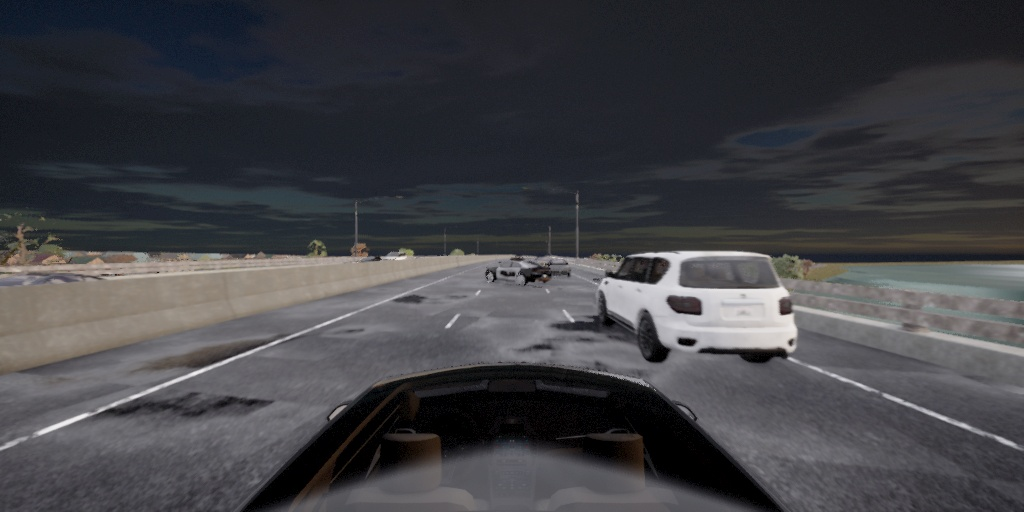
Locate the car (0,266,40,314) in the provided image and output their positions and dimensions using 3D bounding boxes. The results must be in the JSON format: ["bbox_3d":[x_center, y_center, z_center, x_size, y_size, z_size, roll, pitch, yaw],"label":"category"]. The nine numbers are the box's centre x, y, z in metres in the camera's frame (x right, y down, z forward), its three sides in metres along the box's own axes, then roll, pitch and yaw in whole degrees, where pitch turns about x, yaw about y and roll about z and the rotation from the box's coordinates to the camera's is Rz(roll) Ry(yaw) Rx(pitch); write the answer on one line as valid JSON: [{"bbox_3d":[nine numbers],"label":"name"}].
[{"bbox_3d":[-17.567,1.122,10.102,1.882,1.535,5.008,0,0,0],"label":"car"}]

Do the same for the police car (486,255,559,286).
[{"bbox_3d":[0.252,0.941,23.034,1.930,1.638,5.238,-1,1,-41],"label":"police car"}]

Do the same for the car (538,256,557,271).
[{"bbox_3d":[3.957,0.800,41.037,1.801,1.575,5.366,0,1,1],"label":"car"}]

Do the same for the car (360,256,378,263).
[{"bbox_3d":[-20.298,0.740,51.946,1.837,1.490,4.892,0,1,2],"label":"car"}]

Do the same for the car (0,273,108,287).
[{"bbox_3d":[-14.062,1.205,10.633,1.994,1.385,4.181,0,1,0],"label":"car"}]

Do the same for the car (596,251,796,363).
[{"bbox_3d":[3.509,0.903,8.111,2.150,2.045,5.566,0,1,0],"label":"car"}]

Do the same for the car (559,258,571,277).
[{"bbox_3d":[3.735,0.941,29.928,2.128,1.511,4.902,0,1,1],"label":"car"}]

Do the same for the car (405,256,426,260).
[{"bbox_3d":[-13.308,0.843,51.733,1.895,1.301,4.718,0,0,2],"label":"car"}]

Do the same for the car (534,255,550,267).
[{"bbox_3d":[4.238,0.685,51.766,2.033,1.649,4.856,0,0,2],"label":"car"}]

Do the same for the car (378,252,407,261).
[{"bbox_3d":[-16.805,0.458,51.787,2.150,2.045,5.566,0,1,2],"label":"car"}]
